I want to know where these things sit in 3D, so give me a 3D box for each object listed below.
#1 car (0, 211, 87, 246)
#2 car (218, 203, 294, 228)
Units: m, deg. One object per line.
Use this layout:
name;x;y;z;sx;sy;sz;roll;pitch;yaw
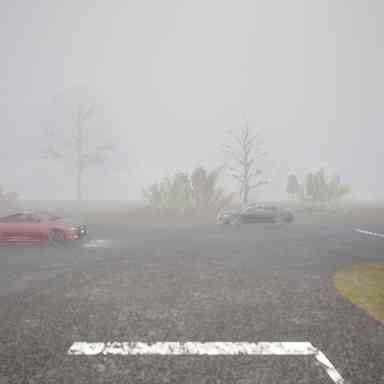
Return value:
car;-6.838;1.548;14.607;4.181;1.385;1.994;0;0;-1
car;4.186;1.504;21.876;4.902;1.511;2.128;0;0;-1
